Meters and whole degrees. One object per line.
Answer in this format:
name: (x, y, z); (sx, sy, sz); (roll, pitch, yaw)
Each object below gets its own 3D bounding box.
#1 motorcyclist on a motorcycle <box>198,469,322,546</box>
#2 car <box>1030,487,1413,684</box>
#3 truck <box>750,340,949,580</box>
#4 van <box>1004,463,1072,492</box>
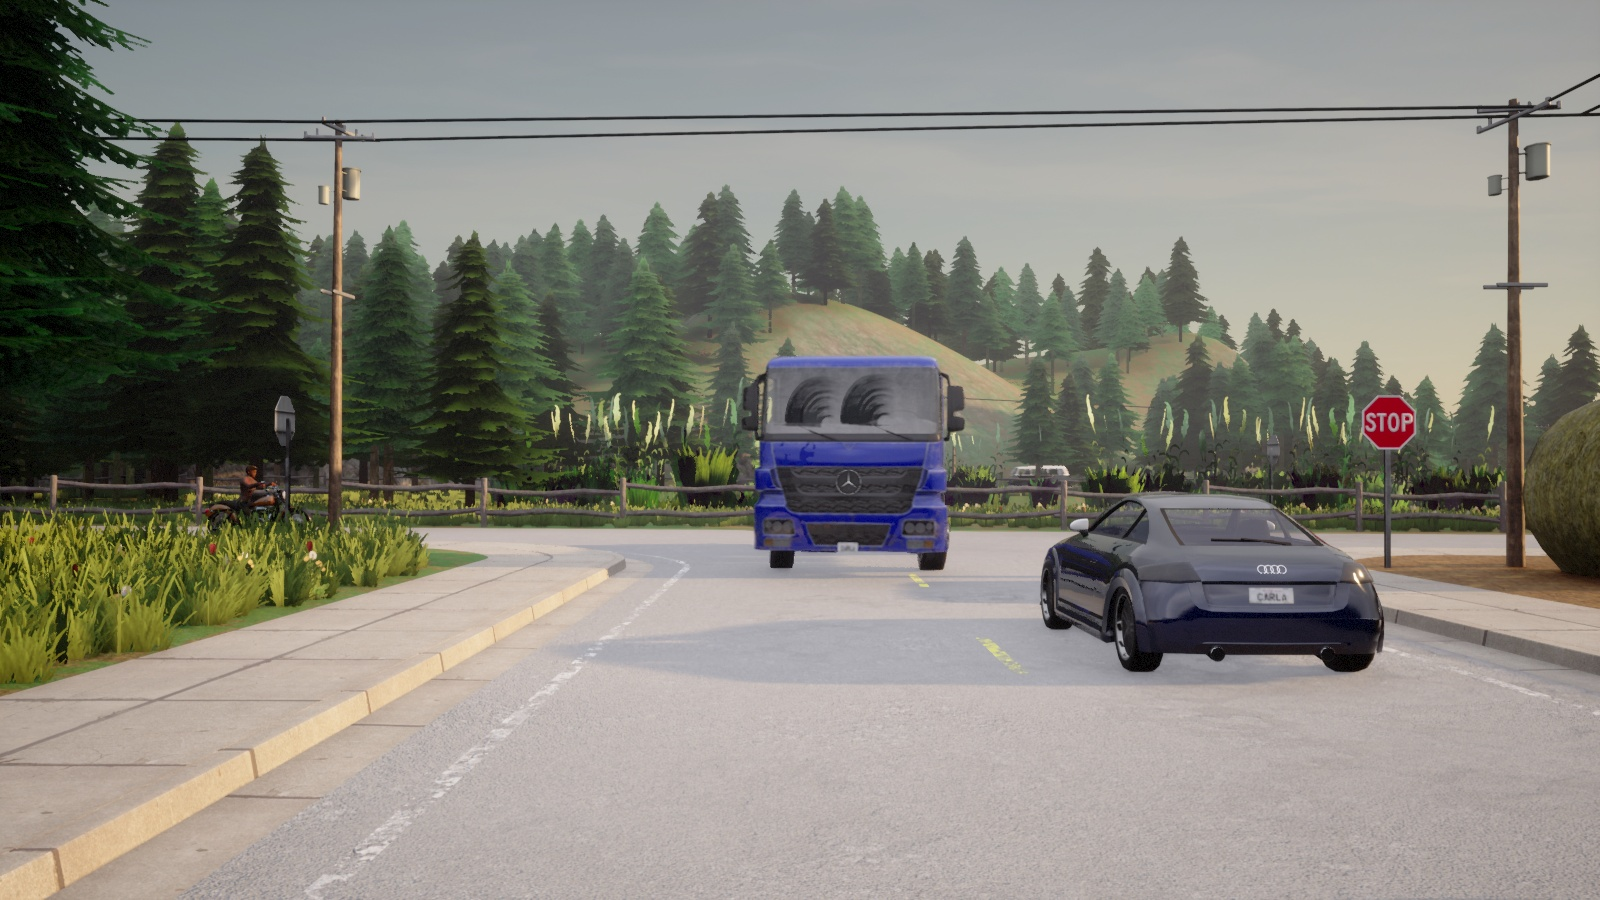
motorcyclist on a motorcycle: (-11.643, 1.231, 27.127); (2.350, 1.649, 0.766); (0, -1, 3)
car: (3.479, 1.054, 11.321); (1.994, 1.385, 4.181); (0, -1, -1)
truck: (1.175, 0.195, 22.240); (2.891, 3.462, 7.936); (0, -1, 7)
van: (17.360, 2.003, 91.608); (4.480, 2.038, 2.069); (0, -1, -4)
